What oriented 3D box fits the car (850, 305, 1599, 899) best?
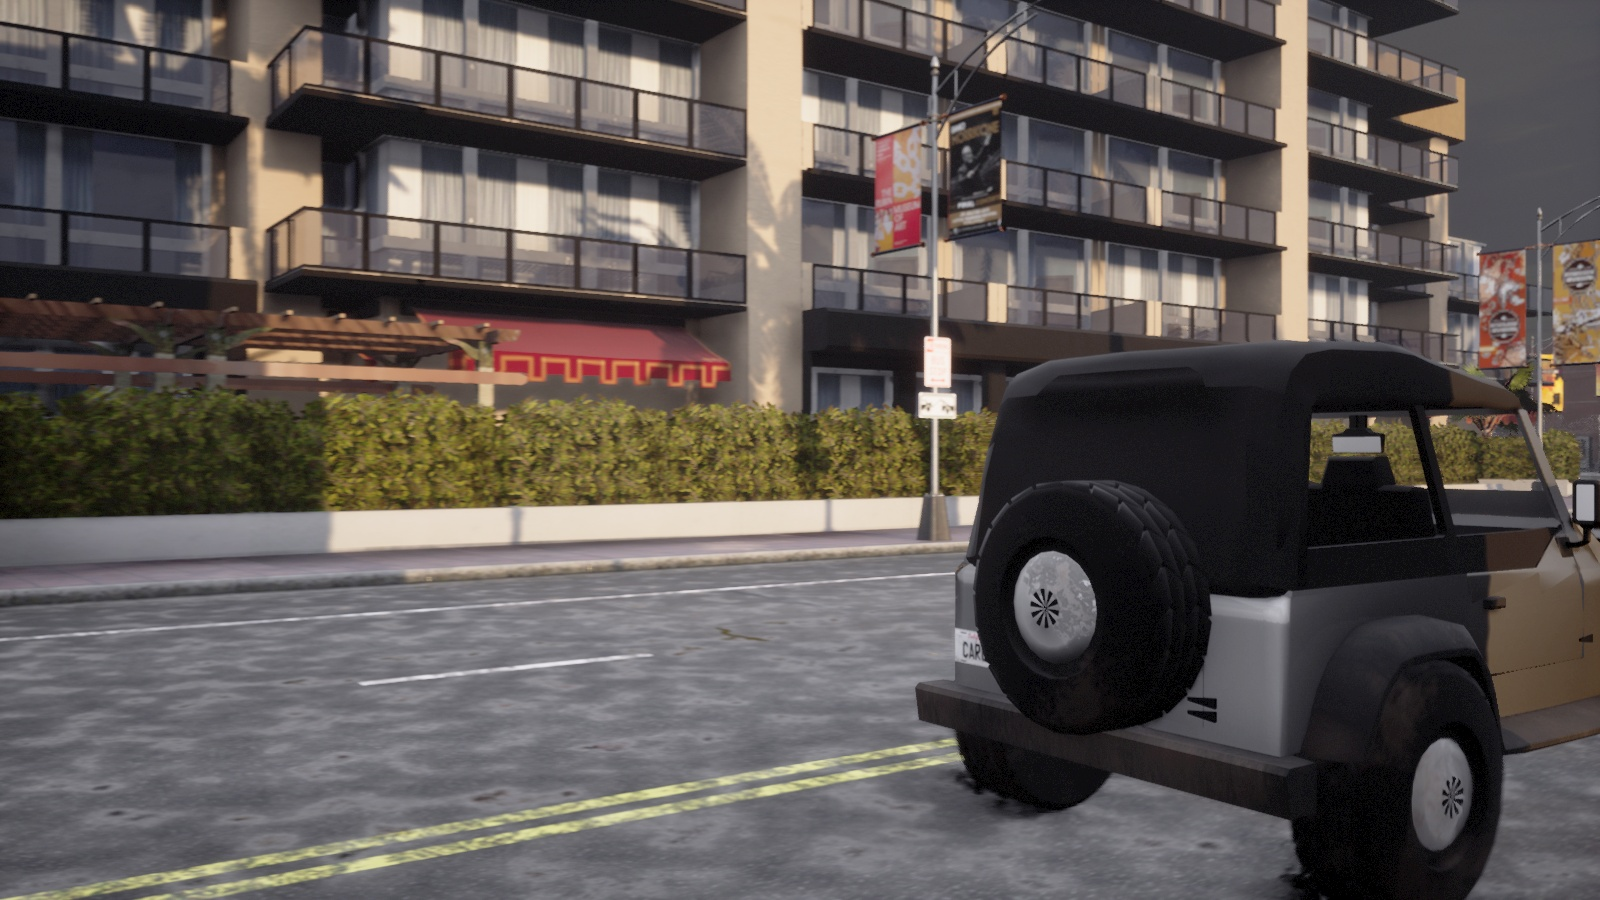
[{"bbox_3d":[2.328,0.550,5.280,3.866,1.878,1.905,0,0,-35],"label":"car"}]
